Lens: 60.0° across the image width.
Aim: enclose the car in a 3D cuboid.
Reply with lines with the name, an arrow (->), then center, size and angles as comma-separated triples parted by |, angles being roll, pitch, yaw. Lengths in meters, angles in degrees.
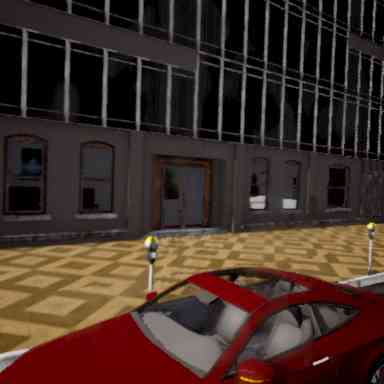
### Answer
car -> 0.414, 1.486, 3.224 | 4.206, 1.307, 1.802 | 1, 2, -32
